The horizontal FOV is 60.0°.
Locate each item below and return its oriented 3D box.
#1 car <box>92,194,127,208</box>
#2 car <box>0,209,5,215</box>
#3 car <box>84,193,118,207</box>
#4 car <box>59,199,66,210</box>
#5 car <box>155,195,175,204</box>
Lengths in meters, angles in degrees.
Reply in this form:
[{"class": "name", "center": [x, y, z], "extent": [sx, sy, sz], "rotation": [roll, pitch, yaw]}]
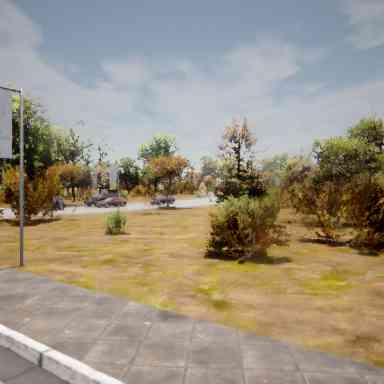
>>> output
[{"class": "car", "center": [-11.451, 1.466, 47.708], "extent": [1.812, 1.442, 4.674], "rotation": [0, 0, 38]}, {"class": "car", "center": [-18.510, 1.547, 27.426], "extent": [2.033, 1.411, 5.357], "rotation": [0, 0, 39]}, {"class": "car", "center": [-13.579, 1.153, 50.657], "extent": [2.150, 2.045, 5.566], "rotation": [0, 1, 39]}, {"class": "car", "center": [-17.695, 1.347, 39.941], "extent": [2.097, 1.767, 4.553], "rotation": [0, 0, 39]}, {"class": "car", "center": [-4.933, 1.302, 55.817], "extent": [2.128, 1.511, 4.902], "rotation": [0, 1, 39]}]
